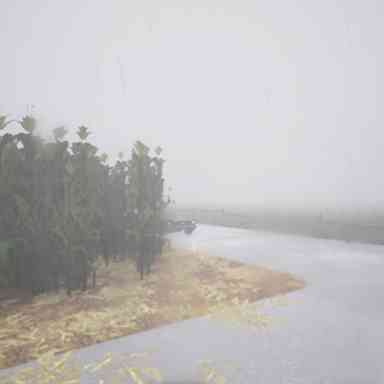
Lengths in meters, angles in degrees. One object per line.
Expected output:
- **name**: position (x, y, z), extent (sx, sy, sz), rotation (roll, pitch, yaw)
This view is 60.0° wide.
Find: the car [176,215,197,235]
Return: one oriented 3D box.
- **car**: position (-1.742, 1.683, 18.747), extent (1.895, 1.301, 4.718), rotation (0, -1, -35)
